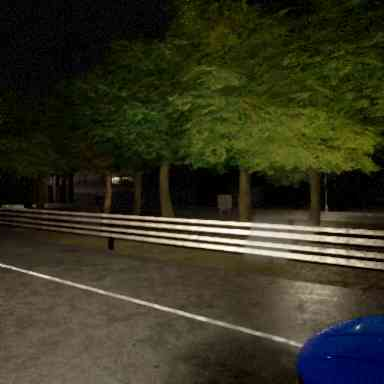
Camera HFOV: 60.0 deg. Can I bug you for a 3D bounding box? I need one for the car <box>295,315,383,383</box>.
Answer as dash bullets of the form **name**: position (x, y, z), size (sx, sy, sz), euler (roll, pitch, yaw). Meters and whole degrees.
- **car**: position (3.107, 1.478, 1.773), size (5.008, 1.535, 1.882), euler (0, 0, 36)
